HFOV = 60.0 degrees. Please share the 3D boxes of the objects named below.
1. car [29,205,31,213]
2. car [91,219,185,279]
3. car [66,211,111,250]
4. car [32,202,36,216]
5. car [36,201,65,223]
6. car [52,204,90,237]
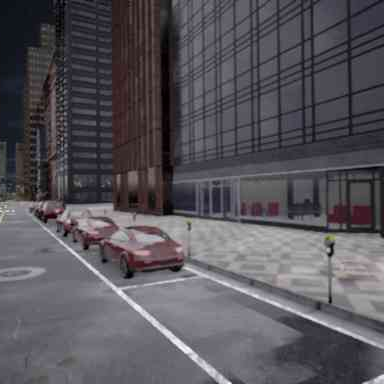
[{"bbox_3d":[-23.325,2.239,49.923,1.967,1.590,4.097,-1,0,-29],"label":"car"},{"bbox_3d":[-1.683,1.695,10.371,1.802,1.307,4.206,-1,0,-29],"label":"car"},{"bbox_3d":[-4.388,1.778,15.316,1.802,1.307,4.206,-1,0,-29],"label":"car"},{"bbox_3d":[-15.213,1.851,35.092,2.192,1.841,5.009,-1,0,-29],"label":"car"},{"bbox_3d":[-12.508,1.765,30.148,2.192,1.841,5.009,-1,0,-29],"label":"car"},{"bbox_3d":[-7.096,1.720,20.260,1.967,1.590,4.097,-1,0,-29],"label":"car"}]
